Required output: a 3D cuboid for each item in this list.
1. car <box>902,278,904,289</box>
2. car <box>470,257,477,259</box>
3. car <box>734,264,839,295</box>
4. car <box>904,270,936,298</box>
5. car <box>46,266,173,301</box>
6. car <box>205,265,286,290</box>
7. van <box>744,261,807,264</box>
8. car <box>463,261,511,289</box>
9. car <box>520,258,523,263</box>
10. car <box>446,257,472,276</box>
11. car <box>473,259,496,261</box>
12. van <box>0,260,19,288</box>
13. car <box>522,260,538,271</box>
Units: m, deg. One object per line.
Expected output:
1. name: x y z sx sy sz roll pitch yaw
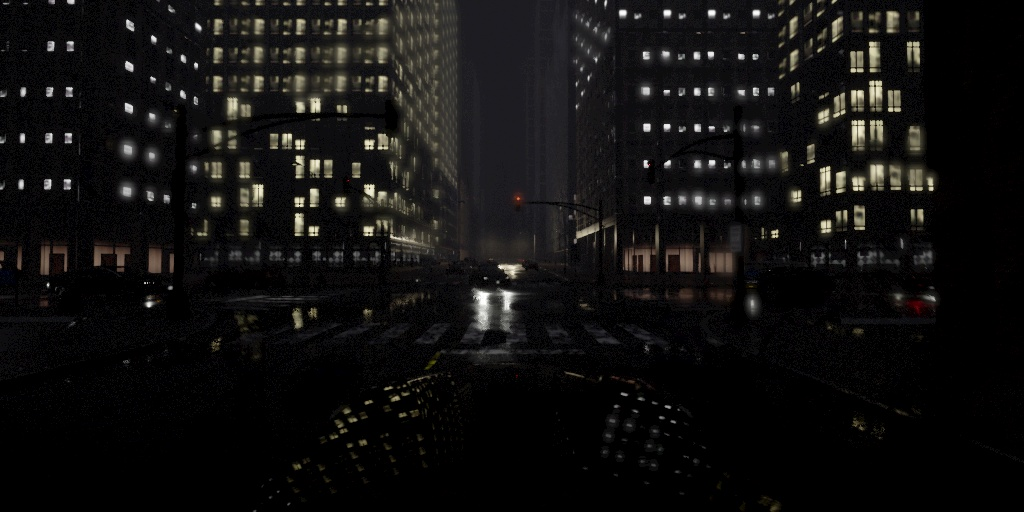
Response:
1. car: 24.351 1.313 19.529 5.008 1.535 1.882 0 -1 0
2. car: -5.695 1.083 48.784 2.192 1.841 5.009 0 0 0
3. car: 14.871 1.321 19.553 4.892 1.490 1.837 0 -1 0
4. car: 21.651 1.258 16.347 4.902 1.511 2.128 0 -1 0
5. car: -18.089 1.191 16.424 4.902 1.511 2.128 0 -1 0
6. car: -16.495 1.255 22.196 4.097 1.591 1.967 0 0 0
7. van: 15.979 1.210 22.125 3.998 1.789 1.690 0 0 0
8. car: -1.615 1.283 23.359 1.812 1.442 4.674 0 0 -20
9. car: 2.685 1.298 60.172 1.751 1.417 4.829 0 0 0
10. car: -5.694 1.203 37.633 1.967 1.591 4.097 0 0 0
11. car: -3.102 1.329 39.787 1.994 1.385 4.181 0 0 0
12. van: -33.440 1.132 22.232 3.998 1.789 1.690 0 0 0
13. car: 2.685 1.350 48.847 1.802 1.307 4.207 0 0 0
